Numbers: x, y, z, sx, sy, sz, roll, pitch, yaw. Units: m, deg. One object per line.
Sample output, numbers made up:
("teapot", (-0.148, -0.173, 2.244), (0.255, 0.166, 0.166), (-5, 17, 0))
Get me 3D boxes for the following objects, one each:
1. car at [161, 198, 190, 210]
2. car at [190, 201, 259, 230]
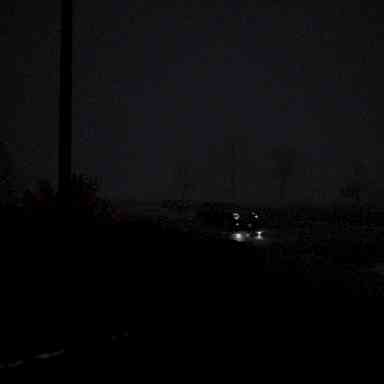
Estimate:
("car", (-1.959, 1.439, 39.834), (1.994, 1.385, 4.181), (0, 1, -35))
("car", (2.194, 1.414, 21.766), (2.097, 1.767, 4.553), (0, 1, -35))
